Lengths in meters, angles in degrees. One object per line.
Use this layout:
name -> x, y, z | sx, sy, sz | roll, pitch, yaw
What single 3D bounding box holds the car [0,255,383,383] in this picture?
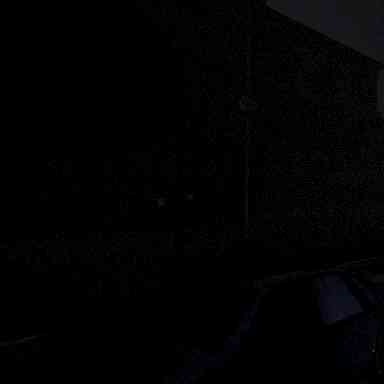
car -> 0.722, 1.543, 3.891 | 5.357, 1.411, 2.033 | 0, 0, -35
